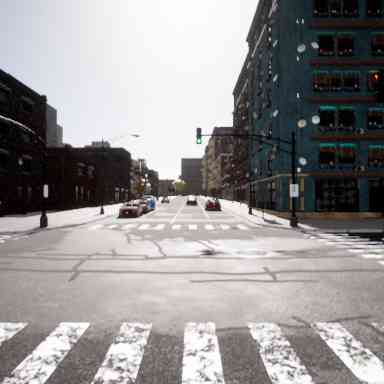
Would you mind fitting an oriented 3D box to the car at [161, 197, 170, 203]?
[{"bbox_3d":[-5.698,1.725,71.479,1.802,1.307,4.206,1,0,0],"label":"car"}]

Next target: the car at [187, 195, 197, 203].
[{"bbox_3d":[-0.021,1.497,69.775,2.128,1.511,4.902,0,0,0],"label":"car"}]

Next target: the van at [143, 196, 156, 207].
[{"bbox_3d":[-5.685,1.426,43.047,1.690,1.788,3.998,1,0,0],"label":"van"}]

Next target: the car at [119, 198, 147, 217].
[{"bbox_3d":[-5.762,1.608,31.677,1.887,1.381,4.507,1,0,0],"label":"car"}]

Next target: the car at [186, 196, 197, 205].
[{"bbox_3d":[-0.017,1.683,59.765,1.994,1.385,4.181,0,0,0],"label":"car"}]

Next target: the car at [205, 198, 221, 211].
[{"bbox_3d":[2.693,1.526,43.110,1.967,1.590,4.097,1,0,0],"label":"car"}]

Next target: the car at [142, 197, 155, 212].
[{"bbox_3d":[-5.688,1.619,37.359,1.887,1.381,4.507,1,0,0],"label":"car"}]
